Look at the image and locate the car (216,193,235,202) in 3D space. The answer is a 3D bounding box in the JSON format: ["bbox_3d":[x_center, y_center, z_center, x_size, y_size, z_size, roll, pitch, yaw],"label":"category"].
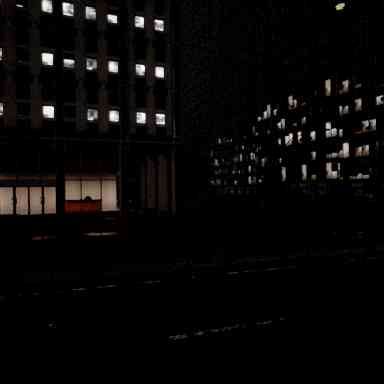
[{"bbox_3d":[6.301,0.966,61.179,1.882,1.535,5.008,-1,1,-21],"label":"car"}]

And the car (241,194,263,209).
[{"bbox_3d":[8.140,1.332,40.090,1.947,1.339,4.313,0,1,-21],"label":"car"}]

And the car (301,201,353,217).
[{"bbox_3d":[12.141,1.434,29.448,1.947,1.339,4.313,0,1,-21],"label":"car"}]

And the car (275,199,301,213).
[{"bbox_3d":[10.122,1.400,34.763,1.802,1.307,4.206,0,1,-21],"label":"car"}]

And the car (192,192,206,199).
[{"bbox_3d":[1.764,0.706,80.251,1.967,1.590,4.097,0,1,-21],"label":"car"}]

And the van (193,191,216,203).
[{"bbox_3d":[2.084,0.952,56.024,1.690,1.788,3.998,0,1,-21],"label":"van"}]

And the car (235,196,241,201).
[{"bbox_3d":[9.908,1.060,59.027,1.802,1.307,4.206,0,1,-21],"label":"car"}]

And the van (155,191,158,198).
[{"bbox_3d":[-8.095,0.688,82.557,1.690,1.788,3.998,0,1,-21],"label":"van"}]

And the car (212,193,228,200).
[{"bbox_3d":[5.837,0.954,69.640,1.802,1.307,4.206,0,1,-21],"label":"car"}]

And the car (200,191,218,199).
[{"bbox_3d":[3.800,0.634,74.944,2.192,1.841,5.009,0,1,-21],"label":"car"}]

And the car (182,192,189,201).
[{"bbox_3d":[-1.988,1.057,66.640,2.008,1.369,4.403,0,1,-21],"label":"car"}]

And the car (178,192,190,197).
[{"bbox_3d":[-2.306,0.711,90.865,2.008,1.369,4.403,0,1,-21],"label":"car"}]

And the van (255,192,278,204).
[{"bbox_3d":[11.942,0.871,53.718,1.690,1.788,3.998,0,1,-21],"label":"van"}]
